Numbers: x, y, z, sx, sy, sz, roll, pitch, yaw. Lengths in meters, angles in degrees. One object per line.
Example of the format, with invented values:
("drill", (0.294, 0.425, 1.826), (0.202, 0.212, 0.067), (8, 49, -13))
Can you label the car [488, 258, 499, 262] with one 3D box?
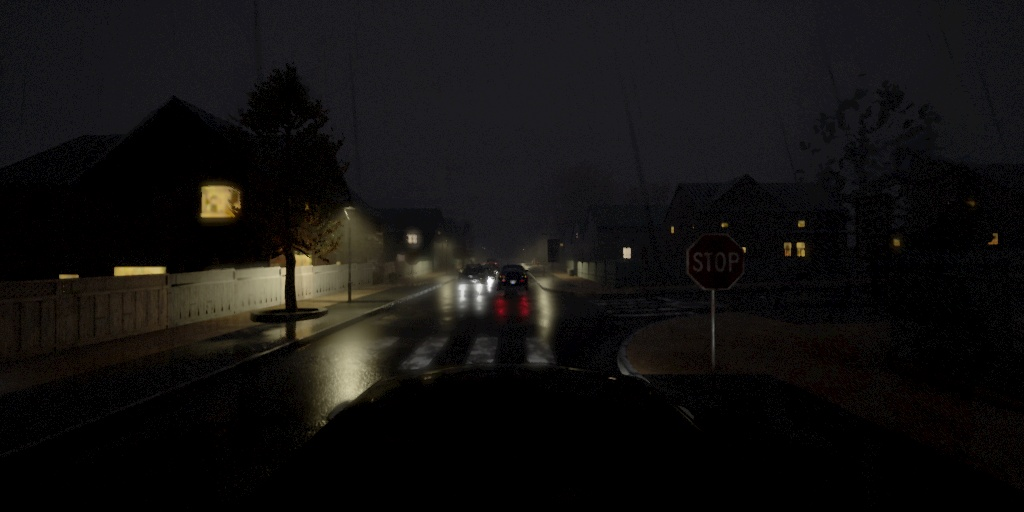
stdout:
("car", (-2.940, 1.094, 51.580), (2.097, 1.767, 4.553), (0, 0, 0))

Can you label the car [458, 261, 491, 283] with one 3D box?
("car", (-2.908, 1.310, 27.519), (1.994, 1.385, 4.181), (0, 0, 0))

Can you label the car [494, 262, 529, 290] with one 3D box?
("car", (0.052, 1.273, 22.367), (1.812, 1.442, 4.674), (0, 0, 0))

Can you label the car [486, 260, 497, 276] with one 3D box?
("car", (-2.929, 1.345, 37.381), (1.895, 1.301, 4.718), (0, 0, 0))
